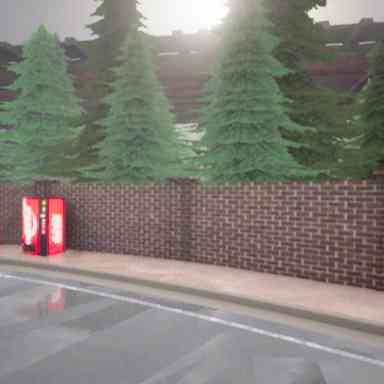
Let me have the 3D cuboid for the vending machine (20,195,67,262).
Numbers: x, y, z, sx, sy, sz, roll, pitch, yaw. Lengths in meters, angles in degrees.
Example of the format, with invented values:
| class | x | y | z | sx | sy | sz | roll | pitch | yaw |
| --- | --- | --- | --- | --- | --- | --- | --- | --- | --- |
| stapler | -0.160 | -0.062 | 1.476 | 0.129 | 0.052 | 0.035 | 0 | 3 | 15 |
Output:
| class | x | y | z | sx | sy | sz | roll | pitch | yaw |
| --- | --- | --- | --- | --- | --- | --- | --- | --- | --- |
| vending machine | -4.922 | 1.141 | 11.074 | 0.880 | 2.100 | 1.100 | 0 | 0 | 23 |
